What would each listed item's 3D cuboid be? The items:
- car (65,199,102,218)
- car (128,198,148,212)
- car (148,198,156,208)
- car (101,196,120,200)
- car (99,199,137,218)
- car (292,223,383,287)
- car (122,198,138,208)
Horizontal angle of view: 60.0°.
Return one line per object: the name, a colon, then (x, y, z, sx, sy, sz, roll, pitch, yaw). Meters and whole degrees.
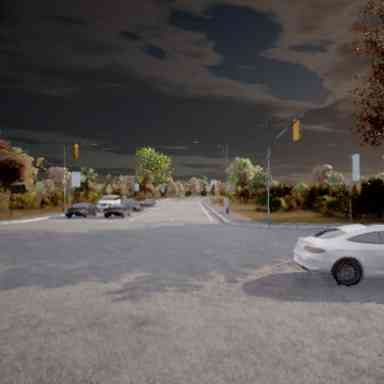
car: (-10.621, 1.743, 32.573, 2.033, 1.411, 5.357, 0, 0, 0)
car: (-7.117, 1.818, 41.811, 1.994, 1.385, 4.181, 0, 0, 0)
car: (-7.078, 1.839, 55.374, 1.837, 1.490, 4.892, 0, 0, 0)
car: (-10.621, 1.480, 42.765, 2.150, 2.045, 5.566, 0, 0, 0)
car: (-7.121, 1.745, 32.569, 2.033, 1.411, 5.357, 0, 0, 0)
car: (5.105, 1.584, 8.844, 4.674, 1.442, 1.812, 0, 0, 3)
car: (-10.577, 1.849, 56.970, 1.837, 1.490, 4.892, 0, 0, 1)
